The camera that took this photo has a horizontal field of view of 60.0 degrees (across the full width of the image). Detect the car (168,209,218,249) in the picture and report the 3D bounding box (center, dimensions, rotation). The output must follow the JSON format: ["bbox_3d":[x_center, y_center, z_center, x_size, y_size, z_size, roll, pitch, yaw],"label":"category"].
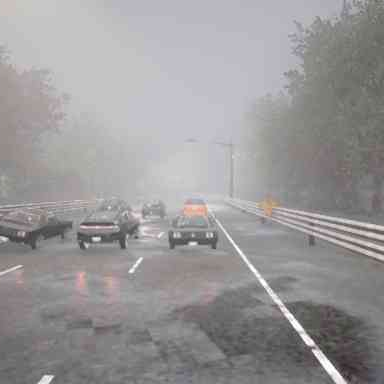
[{"bbox_3d":[0.062,1.618,14.462,1.895,1.301,4.718,0,0,0],"label":"car"}]

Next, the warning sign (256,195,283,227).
[{"bbox_3d":[4.647,1.113,20.055,1.300,1.860,1.060,-1,-1,1],"label":"warning sign"}]

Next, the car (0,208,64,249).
[{"bbox_3d":[-6.839,1.448,14.524,1.895,1.301,4.718,12,0,0],"label":"car"}]

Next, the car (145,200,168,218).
[{"bbox_3d":[-3.246,1.490,29.420,2.128,1.511,4.902,0,0,1],"label":"car"}]

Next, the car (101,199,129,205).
[{"bbox_3d":[-6.747,1.363,29.450,2.097,1.767,4.553,0,0,1],"label":"car"}]

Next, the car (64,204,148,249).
[{"bbox_3d":[-3.437,1.497,14.463,2.128,1.511,4.902,0,0,0],"label":"car"}]

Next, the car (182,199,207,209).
[{"bbox_3d":[0.253,1.360,29.330,2.097,1.767,4.553,0,0,1],"label":"car"}]
